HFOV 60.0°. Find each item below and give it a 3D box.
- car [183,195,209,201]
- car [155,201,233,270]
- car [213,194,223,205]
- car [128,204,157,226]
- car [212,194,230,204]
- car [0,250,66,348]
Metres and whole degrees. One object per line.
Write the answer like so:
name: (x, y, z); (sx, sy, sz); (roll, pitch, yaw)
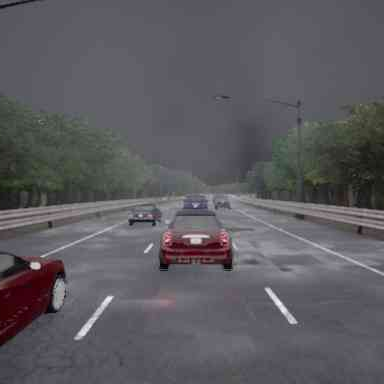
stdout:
car: (0.362, 1.278, 30.214); (2.150, 2.045, 5.566); (0, 0, 1)
car: (0.119, 1.361, 11.226); (2.097, 1.767, 4.553); (0, 0, 0)
car: (5.436, 1.530, 69.846); (2.150, 2.045, 5.566); (0, 0, 4)
car: (-3.261, 1.584, 23.890); (2.033, 1.411, 5.357); (0, 0, 1)
car: (4.317, 1.494, 47.974); (2.097, 1.767, 4.553); (0, 0, 2)
car: (-3.397, 1.480, 4.575); (1.882, 1.535, 5.008); (0, 0, 0)
